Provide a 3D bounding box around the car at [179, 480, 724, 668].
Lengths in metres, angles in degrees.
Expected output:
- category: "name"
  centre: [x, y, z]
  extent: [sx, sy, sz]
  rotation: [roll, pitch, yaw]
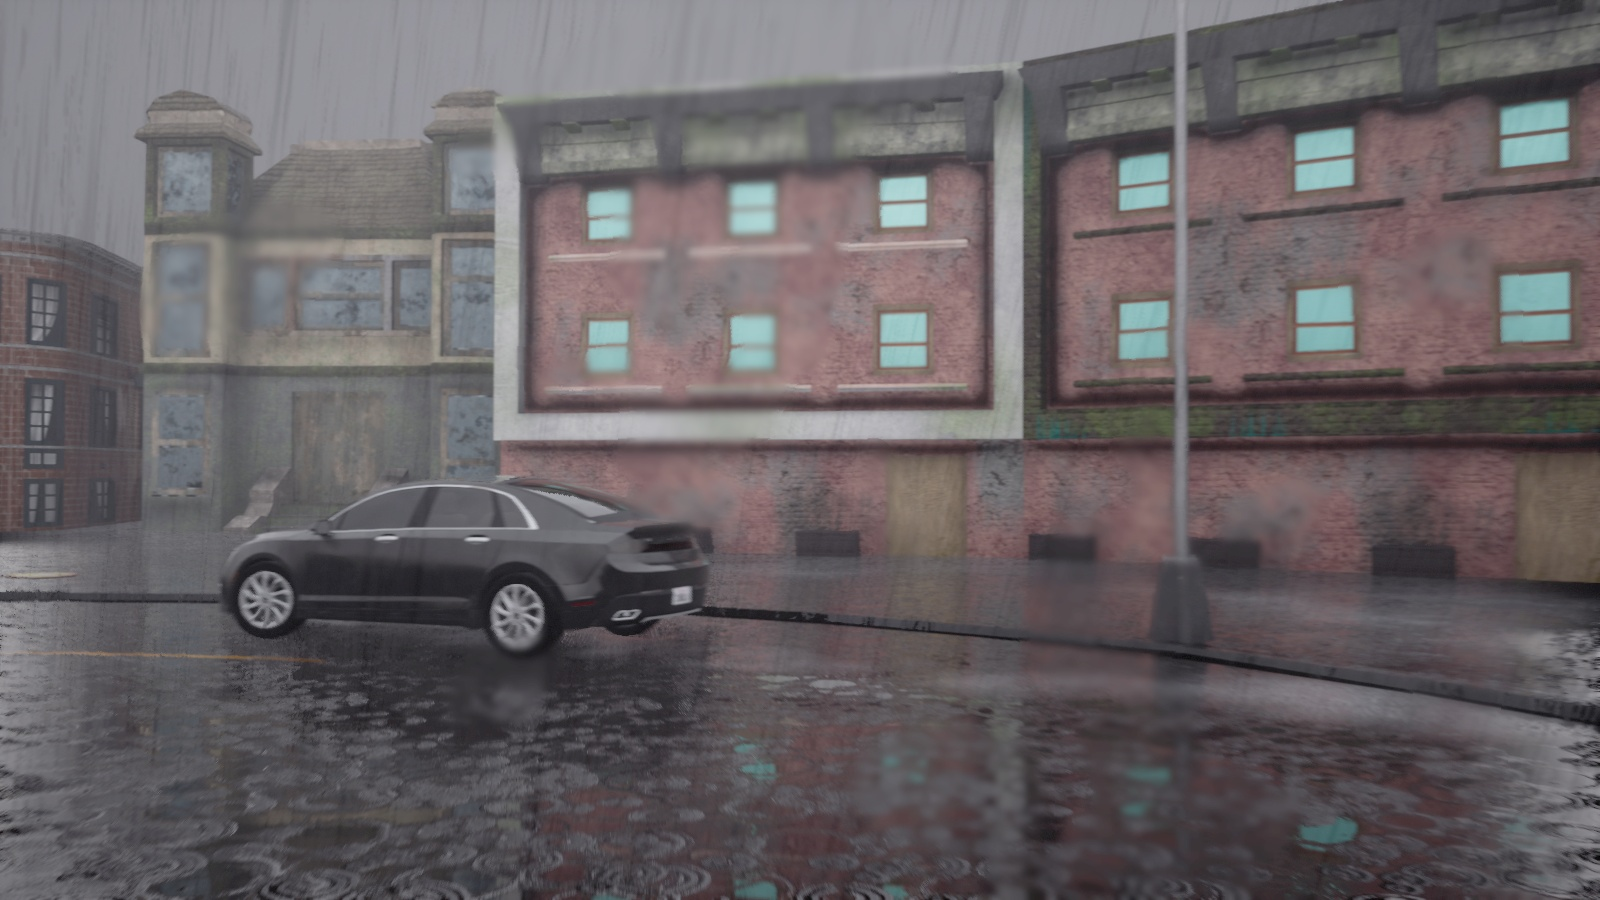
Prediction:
- category: "car"
  centre: [-3.312, 1.035, 11.834]
  extent: [4.892, 1.490, 1.837]
  rotation: [-1, -2, 24]
